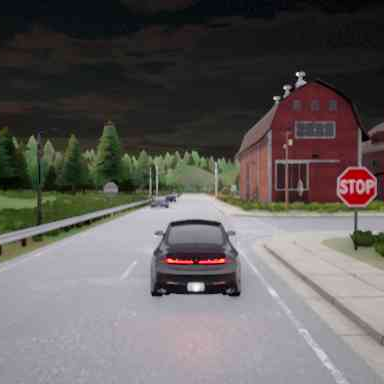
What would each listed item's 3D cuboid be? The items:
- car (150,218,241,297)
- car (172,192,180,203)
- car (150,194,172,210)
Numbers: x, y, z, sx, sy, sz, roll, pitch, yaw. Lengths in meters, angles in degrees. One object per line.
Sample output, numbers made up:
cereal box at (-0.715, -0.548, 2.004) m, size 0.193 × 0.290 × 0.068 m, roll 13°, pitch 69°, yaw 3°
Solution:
car at (0.083, 1.426, 8.368) m, size 1.837 × 1.490 × 4.892 m, roll 0°, pitch 1°, yaw 0°
car at (-3.551, 1.039, 54.915) m, size 2.033 × 1.411 × 5.357 m, roll 0°, pitch 1°, yaw 0°
car at (-3.582, 1.176, 37.762) m, size 1.812 × 1.442 × 4.674 m, roll 0°, pitch 0°, yaw 0°
